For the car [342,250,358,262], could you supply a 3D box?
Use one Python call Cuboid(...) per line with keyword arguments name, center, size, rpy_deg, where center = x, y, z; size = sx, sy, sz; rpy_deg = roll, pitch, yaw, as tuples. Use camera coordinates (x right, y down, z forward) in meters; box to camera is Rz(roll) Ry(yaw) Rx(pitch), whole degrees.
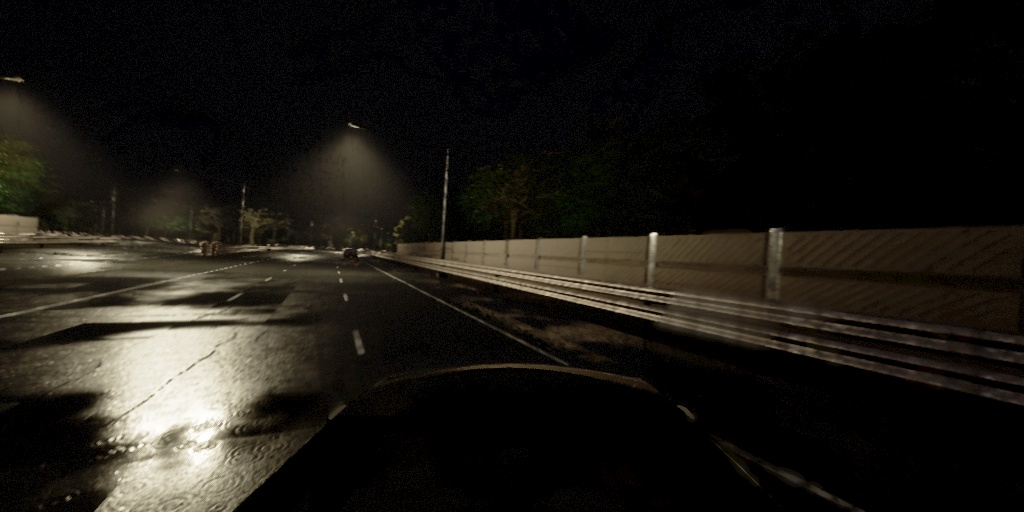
Cuboid(name="car", center=(-22.396, -0.141, 49.672), size=(1.882, 1.535, 5.008), rpy_deg=(3, 0, -27))
